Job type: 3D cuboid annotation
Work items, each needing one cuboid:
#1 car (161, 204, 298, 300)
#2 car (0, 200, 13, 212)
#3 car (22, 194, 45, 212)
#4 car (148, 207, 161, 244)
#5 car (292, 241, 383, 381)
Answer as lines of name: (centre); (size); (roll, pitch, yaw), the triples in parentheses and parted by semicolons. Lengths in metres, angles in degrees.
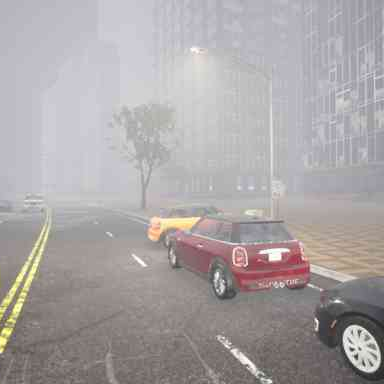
car: (0.912, 1.355, 8.800); (2.097, 1.767, 4.553); (0, 0, -22)
car: (-21.680, 1.602, 38.052); (1.994, 1.385, 4.181); (0, 0, -24)
car: (-18.696, 1.262, 39.340); (2.150, 2.045, 5.566); (0, 0, -24)
car: (0.439, 1.276, 14.353); (4.553, 1.767, 2.097); (-3, 1, -18)
car: (3.632, 1.505, 3.322); (1.837, 1.490, 4.892); (0, 0, -35)
